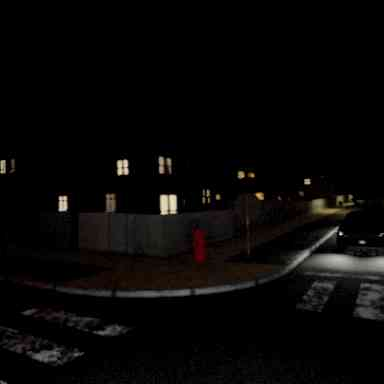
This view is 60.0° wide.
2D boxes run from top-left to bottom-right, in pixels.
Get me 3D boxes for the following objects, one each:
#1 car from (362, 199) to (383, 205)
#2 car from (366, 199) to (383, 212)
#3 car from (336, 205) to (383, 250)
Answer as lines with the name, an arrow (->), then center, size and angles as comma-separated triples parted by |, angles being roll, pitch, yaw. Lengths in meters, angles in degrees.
car -> 13.591, 1.386, 24.891 | 2.128, 1.511, 4.902 | -3, -1, 30
car -> 20.265, 1.432, 36.355 | 1.895, 1.301, 4.718 | -3, -1, 30
car -> 7.218, 1.494, 13.882 | 1.812, 1.442, 4.674 | -3, -1, 30
